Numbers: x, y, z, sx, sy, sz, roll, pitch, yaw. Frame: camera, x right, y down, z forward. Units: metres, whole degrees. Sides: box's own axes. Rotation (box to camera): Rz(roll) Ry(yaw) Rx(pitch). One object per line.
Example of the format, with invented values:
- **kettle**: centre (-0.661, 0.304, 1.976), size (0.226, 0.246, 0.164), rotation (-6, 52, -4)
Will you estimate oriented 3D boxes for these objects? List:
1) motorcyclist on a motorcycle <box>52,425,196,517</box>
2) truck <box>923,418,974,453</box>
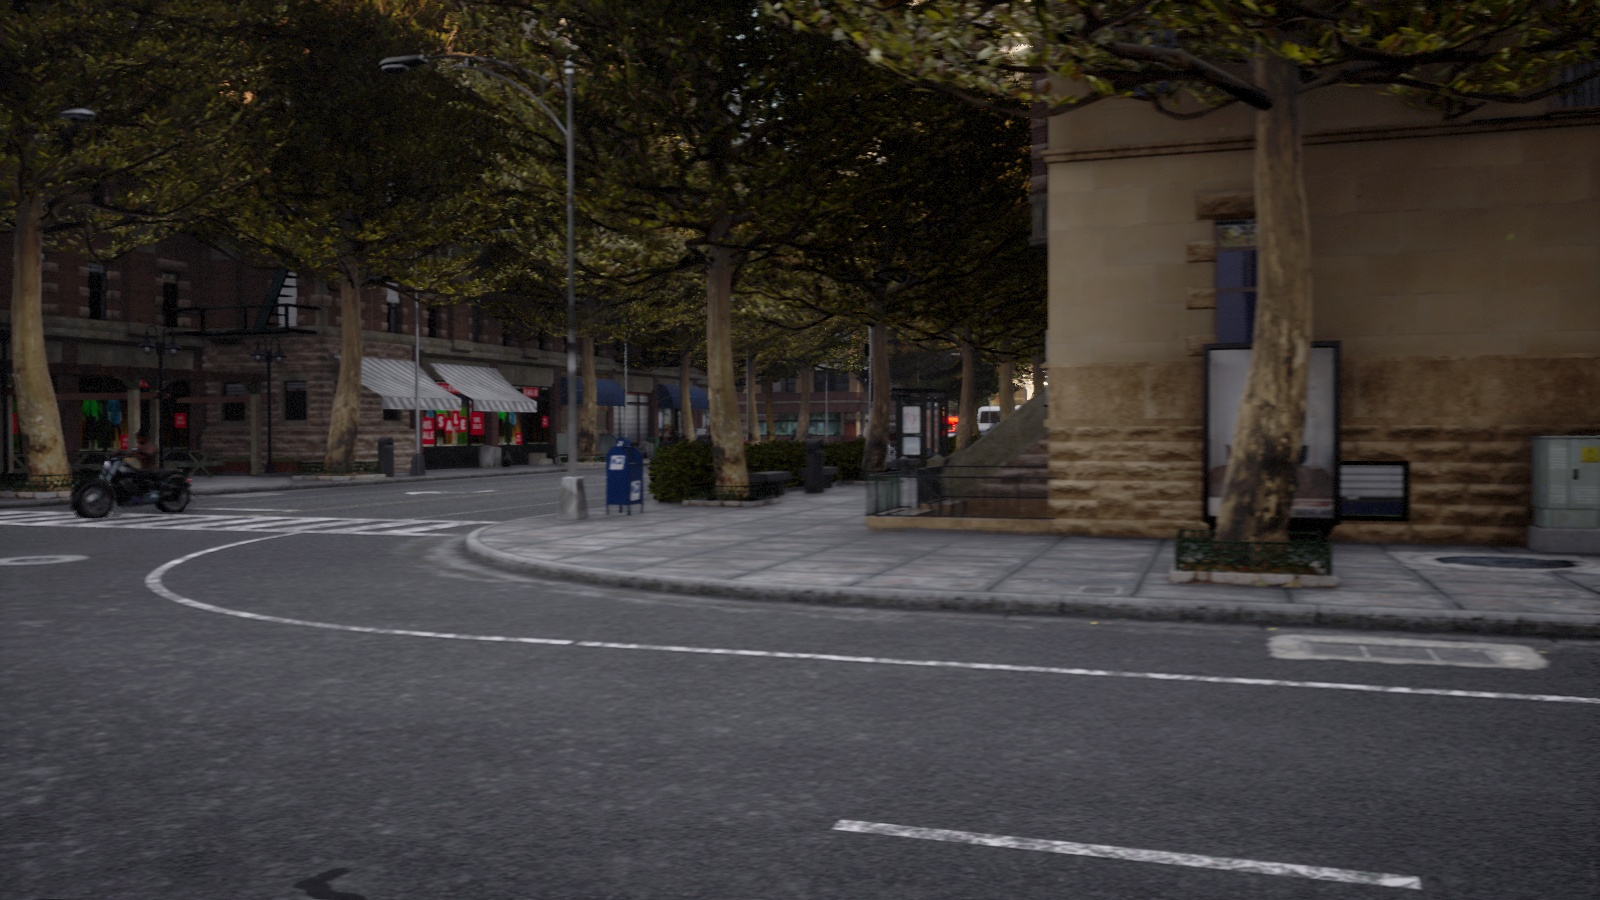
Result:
- **motorcyclist on a motorcycle**: centre (-12.630, 0.352, 23.554), size (0.766, 1.649, 2.350), rotation (0, 1, 26)
- **truck**: centre (10.875, -1.084, 91.477), size (2.627, 2.467, 5.204), rotation (1, 1, 19)
